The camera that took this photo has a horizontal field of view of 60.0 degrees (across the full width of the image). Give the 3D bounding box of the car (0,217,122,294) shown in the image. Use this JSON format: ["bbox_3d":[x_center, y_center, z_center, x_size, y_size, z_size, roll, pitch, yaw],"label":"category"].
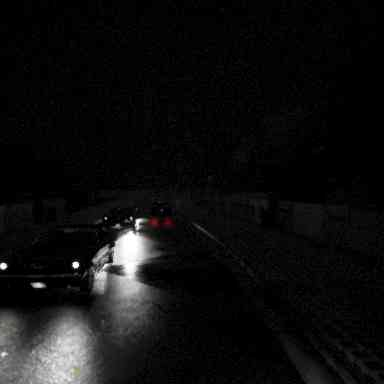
[{"bbox_3d":[-3.275,1.591,8.984,1.895,1.301,4.718,0,0,-4],"label":"car"}]

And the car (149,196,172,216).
[{"bbox_3d":[-2.976,1.396,31.574,2.128,1.511,4.902,0,0,-8],"label":"car"}]

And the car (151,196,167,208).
[{"bbox_3d":[-4.507,1.280,45.572,2.033,1.411,5.357,0,1,-5],"label":"car"}]

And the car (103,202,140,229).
[{"bbox_3d":[-4.479,1.566,21.132,1.895,1.301,4.718,0,0,-8],"label":"car"}]

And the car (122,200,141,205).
[{"bbox_3d":[-5.670,1.446,30.118,1.812,1.442,4.674,0,0,-8],"label":"car"}]
